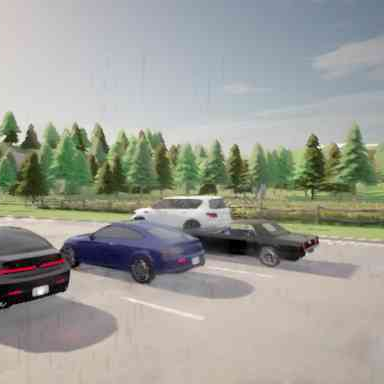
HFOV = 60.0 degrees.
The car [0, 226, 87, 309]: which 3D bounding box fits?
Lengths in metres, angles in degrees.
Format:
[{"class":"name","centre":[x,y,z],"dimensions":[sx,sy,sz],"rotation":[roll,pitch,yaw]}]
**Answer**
[{"class":"car","centre":[-4.679,1.503,7.282],"dimensions":[4.892,1.490,1.837],"rotation":[0,0,35]}]

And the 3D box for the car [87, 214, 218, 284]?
[{"class":"car","centre":[-1.798,1.524,9.537],"dimensions":[4.674,1.442,1.812],"rotation":[0,0,35]}]

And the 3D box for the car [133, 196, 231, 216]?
[{"class":"car","centre":[-0.649,1.219,17.254],"dimensions":[5.566,2.045,2.150],"rotation":[0,0,34]}]

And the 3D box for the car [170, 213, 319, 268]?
[{"class":"car","centre":[1.692,1.600,11.373],"dimensions":[4.718,1.301,1.895],"rotation":[0,0,35]}]
